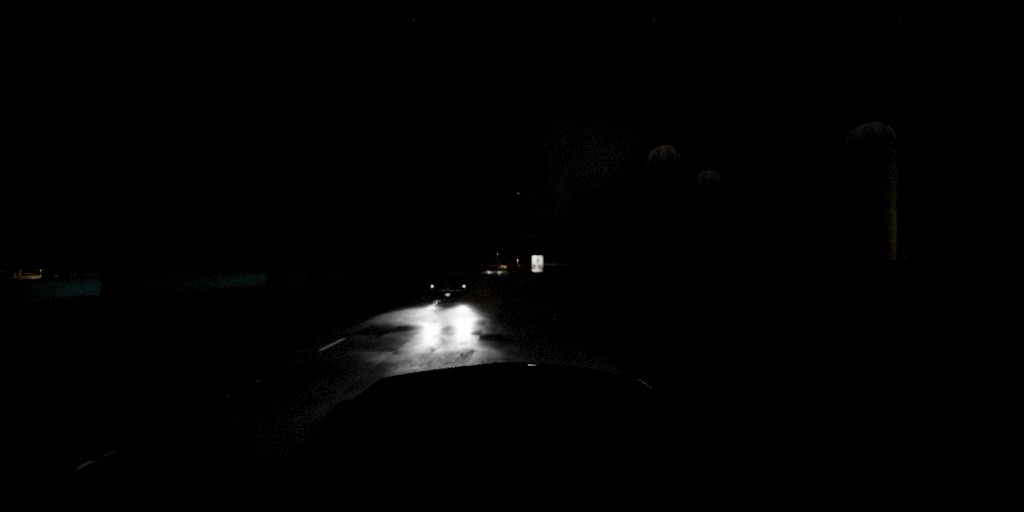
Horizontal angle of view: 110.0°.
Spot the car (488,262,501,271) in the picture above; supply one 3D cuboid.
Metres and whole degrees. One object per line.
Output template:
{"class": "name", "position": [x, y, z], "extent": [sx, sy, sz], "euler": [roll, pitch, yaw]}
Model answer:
{"class": "car", "position": [-2.782, 1.679, 58.533], "extent": [1.882, 1.535, 5.008], "euler": [0, -1, 0]}

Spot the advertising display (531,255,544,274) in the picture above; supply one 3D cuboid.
{"class": "advertising display", "position": [3.142, 1.070, 44.489], "extent": [1.540, 2.440, 0.280], "euler": [0, 0, 0]}

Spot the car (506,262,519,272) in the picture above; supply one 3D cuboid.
{"class": "car", "position": [0.048, 1.664, 57.207], "extent": [1.882, 1.535, 5.008], "euler": [0, -1, 1]}

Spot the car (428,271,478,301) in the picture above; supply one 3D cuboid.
{"class": "car", "position": [-2.843, 1.432, 18.133], "extent": [1.895, 1.301, 4.718], "euler": [0, 0, 0]}
